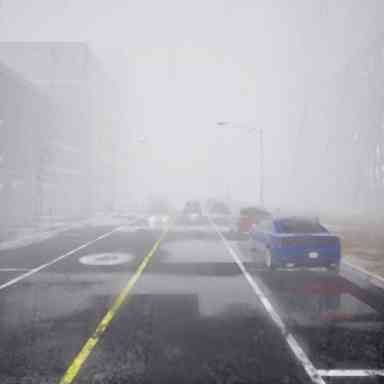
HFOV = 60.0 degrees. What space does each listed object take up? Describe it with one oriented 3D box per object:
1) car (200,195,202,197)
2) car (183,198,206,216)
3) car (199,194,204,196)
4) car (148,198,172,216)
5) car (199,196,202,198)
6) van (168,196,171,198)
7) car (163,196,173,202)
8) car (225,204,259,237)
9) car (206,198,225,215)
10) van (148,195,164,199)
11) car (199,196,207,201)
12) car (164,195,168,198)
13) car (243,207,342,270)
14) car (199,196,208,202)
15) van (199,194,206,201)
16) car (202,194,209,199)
[{"bbox_3d":[2.707,1.596,56.402,2.008,1.369,4.403,0,0,0],"label":"car"},{"bbox_3d":[0.057,1.565,32.659,2.033,1.411,5.357,0,0,0],"label":"car"},{"bbox_3d":[2.710,1.501,67.446,1.967,1.590,4.097,0,0,0],"label":"car"},{"bbox_3d":[-3.086,1.581,32.232,1.994,1.385,4.181,0,0,0],"label":"car"},{"bbox_3d":[0.080,1.633,45.832,1.895,1.301,4.718,0,0,1],"label":"car"},{"bbox_3d":[-5.671,1.403,67.449,1.690,1.788,3.998,0,0,0],"label":"van"},{"bbox_3d":[-5.669,1.632,78.494,2.008,1.369,4.403,0,0,0],"label":"car"},{"bbox_3d":[3.144,1.484,18.080,1.882,1.535,5.008,0,0,0],"label":"car"},{"bbox_3d":[2.702,1.584,34.309,1.947,1.339,4.313,0,0,0],"label":"car"},{"bbox_3d":[-5.675,1.380,50.881,1.690,1.788,3.998,0,0,0],"label":"van"},{"bbox_3d":[2.713,1.636,84.015,1.887,1.381,4.507,0,0,0],"label":"car"},{"bbox_3d":[-5.674,1.591,56.404,1.887,1.381,4.507,0,0,0],"label":"car"},{"bbox_3d":[3.143,1.481,11.080,1.882,1.535,5.008,0,0,0],"label":"car"},{"bbox_3d":[2.712,1.646,78.492,1.947,1.339,4.313,0,0,0],"label":"car"},{"bbox_3d":[2.715,1.445,89.539,1.690,1.788,3.998,0,0,0],"label":"van"},{"bbox_3d":[2.705,1.472,45.355,1.967,1.590,4.097,0,0,0],"label":"car"}]
